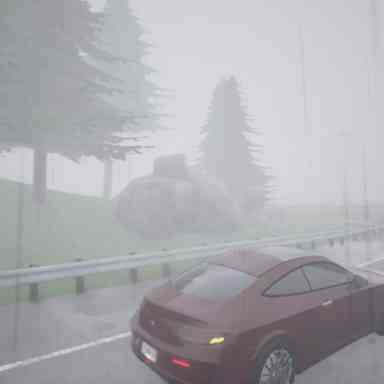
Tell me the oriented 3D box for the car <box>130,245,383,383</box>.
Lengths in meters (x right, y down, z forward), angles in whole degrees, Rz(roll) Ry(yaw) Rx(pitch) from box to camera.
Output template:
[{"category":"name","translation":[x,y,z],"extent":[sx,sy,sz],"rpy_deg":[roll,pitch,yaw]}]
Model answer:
[{"category":"car","translation":[1.363,1.552,4.976],"extent":[4.674,1.442,1.812],"rpy_deg":[0,0,-38]}]
